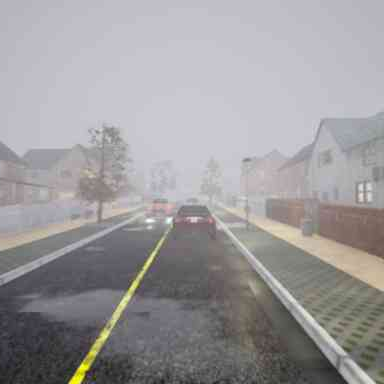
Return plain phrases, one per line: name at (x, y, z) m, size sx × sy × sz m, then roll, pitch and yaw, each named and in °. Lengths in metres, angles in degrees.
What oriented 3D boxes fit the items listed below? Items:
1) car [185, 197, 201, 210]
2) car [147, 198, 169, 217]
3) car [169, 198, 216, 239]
car at (0.094, 1.449, 42.883) m, size 1.882 × 1.535 × 5.008 m, roll 0°, pitch 0°, yaw 0°
car at (-2.851, 1.331, 30.474) m, size 2.097 × 1.767 × 4.553 m, roll 0°, pitch 0°, yaw 0°
car at (0.098, 1.340, 17.452) m, size 2.097 × 1.767 × 4.553 m, roll 0°, pitch 0°, yaw 0°
